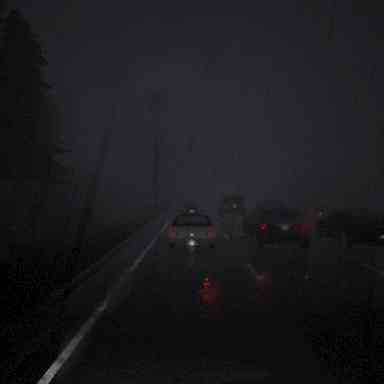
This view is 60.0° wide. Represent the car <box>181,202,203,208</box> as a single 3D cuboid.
[{"bbox_3d":[0.000,1.572,29.650,1.994,1.385,4.181,0,0,0],"label":"car"}]

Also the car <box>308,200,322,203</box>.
[{"bbox_3d":[10.500,1.516,29.650,1.837,1.490,4.892,0,0,0],"label":"car"}]

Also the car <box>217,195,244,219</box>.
[{"bbox_3d":[3.500,1.258,29.680,2.150,2.045,5.566,0,0,0],"label":"car"}]

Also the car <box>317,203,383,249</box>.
[{"bbox_3d":[7.000,1.485,14.650,1.882,1.535,5.008,0,0,0],"label":"car"}]

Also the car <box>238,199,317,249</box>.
[{"bbox_3d":[3.500,1.366,14.620,2.097,1.767,4.553,0,0,0],"label":"car"}]

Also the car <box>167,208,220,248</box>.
[{"bbox_3d":[0.000,1.616,14.680,1.895,1.301,4.718,0,0,0],"label":"car"}]
